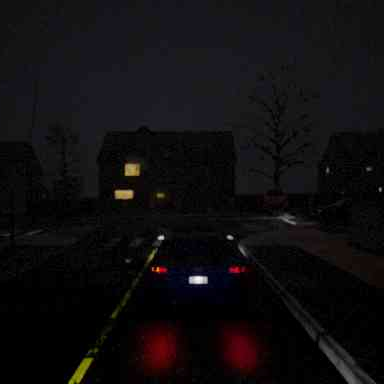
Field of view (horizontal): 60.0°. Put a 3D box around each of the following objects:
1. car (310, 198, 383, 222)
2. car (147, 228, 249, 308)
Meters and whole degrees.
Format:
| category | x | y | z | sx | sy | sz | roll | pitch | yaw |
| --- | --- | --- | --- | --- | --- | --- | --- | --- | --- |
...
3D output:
| category | x | y | z | sx | sy | sz | roll | pitch | yaw |
| --- | --- | --- | --- | --- | --- | --- | --- | --- | --- |
| car | 10.298 | 1.136 | 22.072 | 4.674 | 1.442 | 1.812 | -1 | 1 | 0 |
| car | 0.092 | 1.535 | 7.951 | 1.994 | 1.385 | 4.181 | 0 | 0 | -1 |
